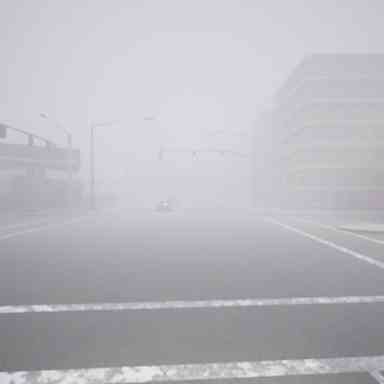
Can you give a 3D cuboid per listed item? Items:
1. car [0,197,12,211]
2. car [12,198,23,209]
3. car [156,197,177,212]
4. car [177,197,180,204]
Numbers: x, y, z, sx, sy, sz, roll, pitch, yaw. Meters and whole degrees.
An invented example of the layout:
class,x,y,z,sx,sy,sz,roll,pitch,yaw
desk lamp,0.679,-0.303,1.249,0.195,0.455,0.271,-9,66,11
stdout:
class,x,y,z,sx,sy,sz,roll,pitch,yaw
car,-23.301,1.319,37.066,4.611,1.667,2.242,0,0,1
car,-24.016,1.484,42.817,3.806,1.475,1.970,0,0,1
car,-3.103,1.573,38.770,2.033,1.411,5.357,0,0,-1
car,-3.222,1.539,50.681,1.837,1.490,4.892,0,0,0
